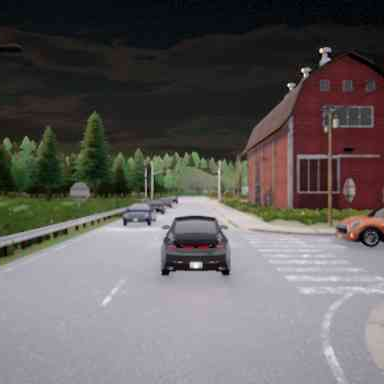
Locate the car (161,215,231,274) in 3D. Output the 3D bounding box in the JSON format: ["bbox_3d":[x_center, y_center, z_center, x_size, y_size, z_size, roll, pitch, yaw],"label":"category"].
[{"bbox_3d":[0.099,1.485,10.406,1.837,1.490,4.892,0,0,0],"label":"car"}]

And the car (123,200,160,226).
[{"bbox_3d":[-3.594,1.480,23.428,1.812,1.442,4.674,0,0,0],"label":"car"}]

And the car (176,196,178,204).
[{"bbox_3d":[-3.499,1.360,60.106,1.882,1.535,5.008,0,0,0],"label":"car"}]

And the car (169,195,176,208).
[{"bbox_3d":[-3.583,1.418,44.498,1.837,1.490,4.892,0,0,0],"label":"car"}]

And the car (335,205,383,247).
[{"bbox_3d":[8.645,1.324,14.266,4.553,1.767,2.097,0,0,3],"label":"car"}]

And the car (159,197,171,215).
[{"bbox_3d":[-3.589,1.481,33.764,2.033,1.411,5.357,0,0,0],"label":"car"}]
